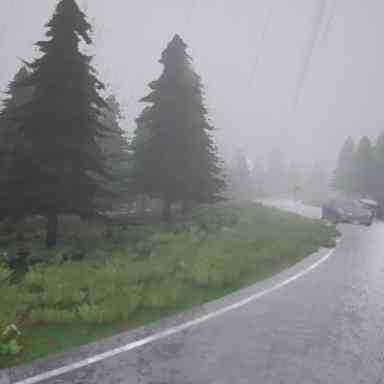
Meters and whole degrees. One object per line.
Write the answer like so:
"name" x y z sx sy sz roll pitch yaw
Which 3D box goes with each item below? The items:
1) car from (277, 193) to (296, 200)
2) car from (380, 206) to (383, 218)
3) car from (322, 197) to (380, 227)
"car" 17.660 0.801 62.303 1.895 1.301 4.718 1 -1 40
"car" 13.832 1.343 27.543 1.837 1.490 4.892 4 1 0
"car" 9.980 1.151 21.635 2.097 1.767 4.553 2 2 9
